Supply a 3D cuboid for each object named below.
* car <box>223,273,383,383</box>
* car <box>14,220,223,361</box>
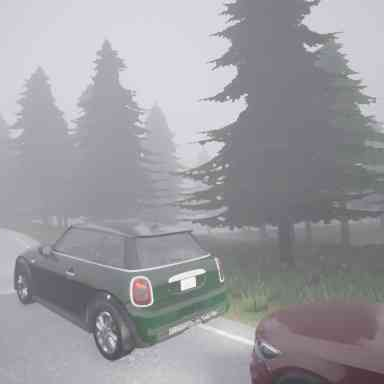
[{"bbox_3d":[2.744,1.531,2.598,4.674,1.442,1.812,1,0,36],"label":"car"},{"bbox_3d":[-1.579,1.308,6.226,4.553,1.767,2.097,1,1,44],"label":"car"}]
